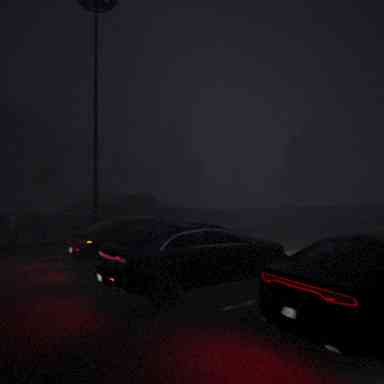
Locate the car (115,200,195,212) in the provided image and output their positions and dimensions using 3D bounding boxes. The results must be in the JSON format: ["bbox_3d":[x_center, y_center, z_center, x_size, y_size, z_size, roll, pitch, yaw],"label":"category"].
[{"bbox_3d":[-2.256,1.509,23.164,5.357,1.411,2.033,0,0,-31],"label":"car"}]

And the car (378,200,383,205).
[{"bbox_3d":[29.499,1.453,48.337,5.008,1.535,1.882,0,0,-16],"label":"car"}]

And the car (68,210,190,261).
[{"bbox_3d":[-1.601,1.506,10.933,4.674,1.442,1.812,0,0,-33],"label":"car"}]

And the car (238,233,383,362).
[{"bbox_3d":[3.387,1.474,5.838,5.008,1.535,1.882,0,0,-33],"label":"car"}]

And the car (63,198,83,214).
[{"bbox_3d":[-9.103,1.160,31.268,5.566,2.045,2.150,0,0,-31],"label":"car"}]

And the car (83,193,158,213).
[{"bbox_3d":[-5.068,1.175,25.538,5.566,2.045,2.150,0,0,-31],"label":"car"}]

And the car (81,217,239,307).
[{"bbox_3d":[0.186,1.479,7.927,4.902,1.511,2.128,0,0,-33],"label":"car"}]

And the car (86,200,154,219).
[{"bbox_3d":[-6.208,1.494,28.952,5.357,1.411,2.033,0,0,-31],"label":"car"}]
